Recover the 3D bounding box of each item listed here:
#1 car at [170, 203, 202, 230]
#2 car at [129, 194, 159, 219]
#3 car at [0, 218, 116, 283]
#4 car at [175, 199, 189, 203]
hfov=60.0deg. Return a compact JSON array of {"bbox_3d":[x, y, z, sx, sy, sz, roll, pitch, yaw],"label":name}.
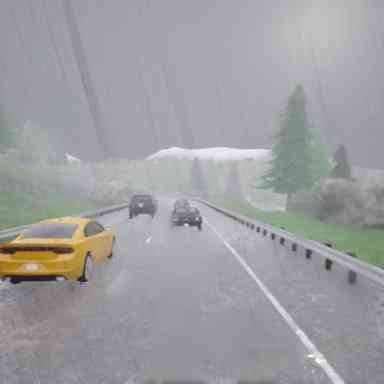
[{"bbox_3d":[-0.414,1.604,21.379,1.895,1.301,4.718,0,0,-2],"label":"car"},{"bbox_3d":[-4.246,1.228,29.671,2.150,2.045,5.566,0,0,-2],"label":"car"},{"bbox_3d":[-3.549,1.482,9.740,1.882,1.535,5.008,0,0,-1],"label":"car"},{"bbox_3d":[-1.170,1.553,39.305,2.033,1.411,5.357,0,0,-2],"label":"car"}]
